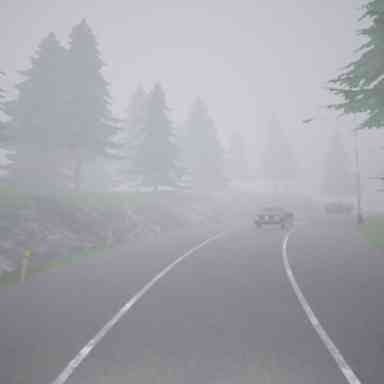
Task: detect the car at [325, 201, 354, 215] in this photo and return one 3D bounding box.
[{"bbox_3d":[16.998,1.828,38.313,4.902,1.511,2.128,1,-5,-45],"label":"car"}]

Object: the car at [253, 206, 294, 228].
[{"bbox_3d":[5.598,1.625,22.416,2.033,1.411,5.357,-3,-2,25],"label":"car"}]
